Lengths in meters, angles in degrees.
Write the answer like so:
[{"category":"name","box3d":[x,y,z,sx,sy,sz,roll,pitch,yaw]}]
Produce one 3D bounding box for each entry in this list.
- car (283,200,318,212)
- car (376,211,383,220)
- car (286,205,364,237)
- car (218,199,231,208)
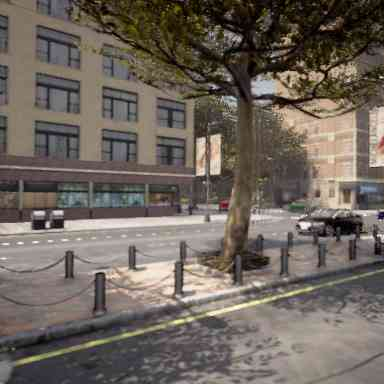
[{"category":"car","box3d":[13.961,1.809,42.729,2.097,1.767,4.553,1,-1,-42]},{"category":"car","box3d":[19.741,2.042,32.017,4.718,1.301,1.895,1,-1,-35]},{"category":"car","box3d":[8.113,1.718,19.515,4.902,1.511,2.128,1,-1,-35]},{"category":"car","box3d":[6.154,1.927,53.011,1.882,1.535,5.008,1,-1,-36]}]
